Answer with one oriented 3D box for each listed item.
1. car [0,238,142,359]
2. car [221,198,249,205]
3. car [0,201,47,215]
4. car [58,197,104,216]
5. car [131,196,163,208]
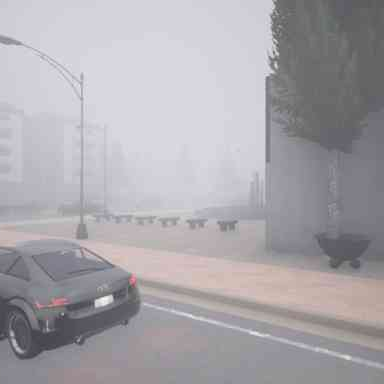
[{"bbox_3d":[-2.915,1.563,6.029,4.181,1.385,1.994,0,0,36],"label":"car"},{"bbox_3d":[7.419,1.604,56.737,4.718,1.301,1.895,0,0,-21],"label":"car"},{"bbox_3d":[-17.667,1.595,34.319,1.895,1.301,4.718,0,0,33],"label":"car"},{"bbox_3d":[-10.615,1.521,32.106,1.812,1.442,4.674,0,0,33],"label":"car"},{"bbox_3d":[-6.532,1.347,48.046,4.553,1.767,2.097,0,0,-40],"label":"car"}]
